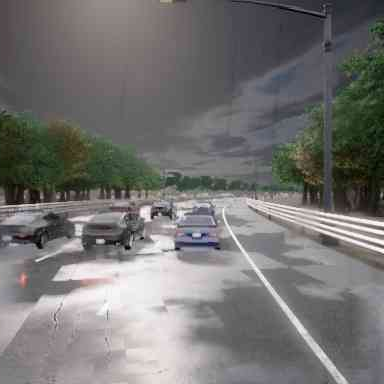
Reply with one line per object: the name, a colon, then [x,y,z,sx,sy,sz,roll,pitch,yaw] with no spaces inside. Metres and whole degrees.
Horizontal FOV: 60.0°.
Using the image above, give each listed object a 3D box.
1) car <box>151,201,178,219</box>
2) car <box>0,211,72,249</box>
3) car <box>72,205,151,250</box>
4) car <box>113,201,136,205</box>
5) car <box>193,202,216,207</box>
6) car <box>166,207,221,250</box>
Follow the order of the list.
car: [-2.429,1.556,29.245,1.837,1.490,4.892,0,0,4]
car: [-6.730,1.551,14.584,1.812,1.442,4.674,0,0,2]
car: [-3.232,1.533,14.457,1.837,1.490,4.892,0,0,2]
car: [-5.919,1.526,29.499,1.882,1.535,5.008,0,0,4]
car: [1.062,1.570,28.992,1.812,1.442,4.674,0,0,4]
car: [0.266,1.579,14.331,2.033,1.411,5.357,0,0,2]
